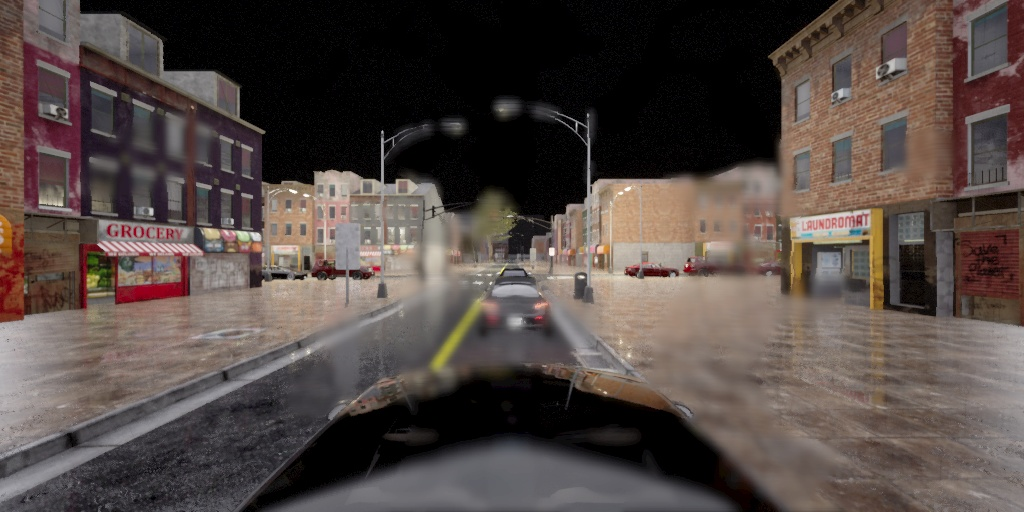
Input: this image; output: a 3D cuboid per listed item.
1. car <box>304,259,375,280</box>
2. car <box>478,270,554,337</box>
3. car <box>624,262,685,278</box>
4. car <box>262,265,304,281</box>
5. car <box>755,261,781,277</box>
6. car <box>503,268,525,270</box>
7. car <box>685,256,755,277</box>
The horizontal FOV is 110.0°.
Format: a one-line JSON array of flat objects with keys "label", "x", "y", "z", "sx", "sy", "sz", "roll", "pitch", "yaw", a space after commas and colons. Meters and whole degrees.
[{"label": "car", "x": -14.454, "y": 1.180, "z": 30.701, "sx": 5.009, "sy": 1.841, "sz": 2.192, "roll": 0, "pitch": 0, "yaw": 0}, {"label": "car", "x": 0.099, "y": 1.278, "z": 10.127, "sx": 1.812, "sy": 1.442, "sz": 4.674, "roll": 0, "pitch": 0, "yaw": 0}, {"label": "car", "x": 11.954, "y": 1.217, "z": 30.741, "sx": 4.507, "sy": 1.381, "sz": 1.888, "roll": 0, "pitch": 0, "yaw": 0}, {"label": "car", "x": -19.880, "y": 1.473, "z": 30.693, "sx": 4.313, "sy": 1.339, "sz": 1.948, "roll": 0, "pitch": 0, "yaw": 0}, {"label": "car", "x": 22.822, "y": 1.142, "z": 30.758, "sx": 4.507, "sy": 1.381, "sz": 1.888, "roll": 0, "pitch": 0, "yaw": 0}, {"label": "car", "x": 0.104, "y": 1.322, "z": 18.887, "sx": 1.994, "sy": 1.385, "sz": 4.181, "roll": 0, "pitch": 0, "yaw": 0}, {"label": "car", "x": 17.388, "y": 0.948, "z": 30.750, "sx": 5.009, "sy": 1.841, "sz": 2.192, "roll": 0, "pitch": 0, "yaw": 0}]
